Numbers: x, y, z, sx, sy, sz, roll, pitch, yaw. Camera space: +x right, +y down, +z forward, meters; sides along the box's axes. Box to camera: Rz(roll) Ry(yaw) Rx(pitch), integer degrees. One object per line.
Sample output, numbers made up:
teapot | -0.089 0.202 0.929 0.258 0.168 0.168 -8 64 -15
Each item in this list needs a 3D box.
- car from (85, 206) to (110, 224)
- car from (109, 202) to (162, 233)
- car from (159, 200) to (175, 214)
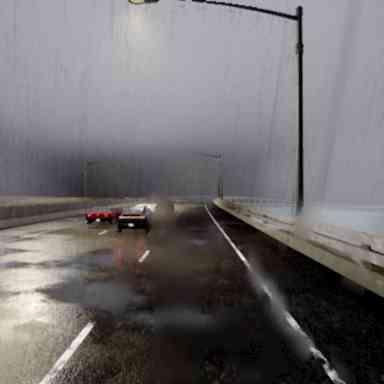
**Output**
car | -6.760 1.755 26.197 1.895 1.301 4.718 0 0 1
car | -3.309 1.613 20.586 2.128 1.511 4.902 0 0 0
car | -3.097 1.738 39.284 1.837 1.490 4.892 0 0 1
